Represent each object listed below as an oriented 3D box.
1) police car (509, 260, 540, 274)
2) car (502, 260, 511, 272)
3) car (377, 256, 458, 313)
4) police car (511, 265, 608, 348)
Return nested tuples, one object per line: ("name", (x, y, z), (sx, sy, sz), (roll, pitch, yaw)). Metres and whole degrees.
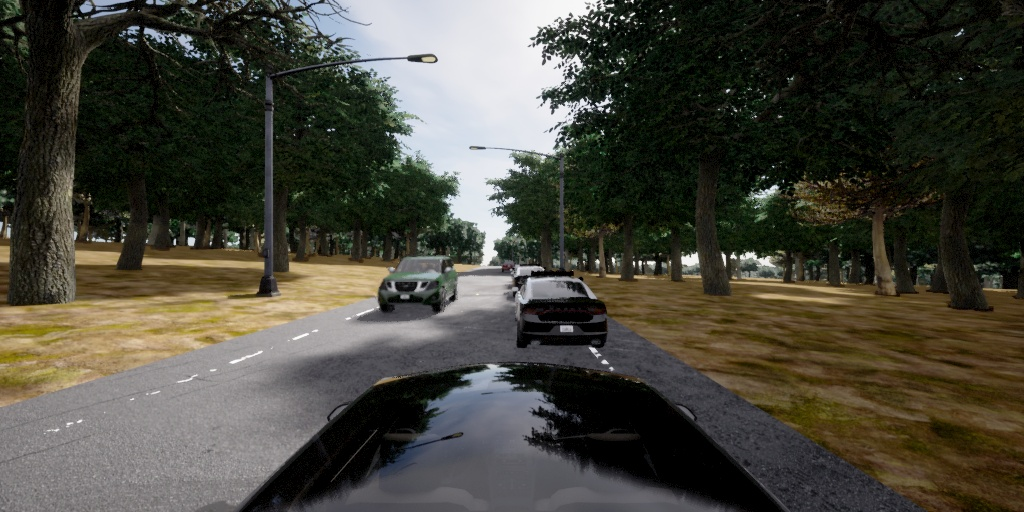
("police car", (0.966, 1.219, 19.440), (1.930, 1.638, 5.238), (-1, 0, 0))
("car", (-0.421, 1.402, 51.669), (2.097, 1.767, 4.553), (0, -1, -1))
("car", (-3.549, 1.004, 14.598), (2.150, 2.045, 5.566), (0, 0, 0))
("police car", (1.033, 1.190, 9.426), (1.930, 1.638, 5.238), (0, 0, 0))
